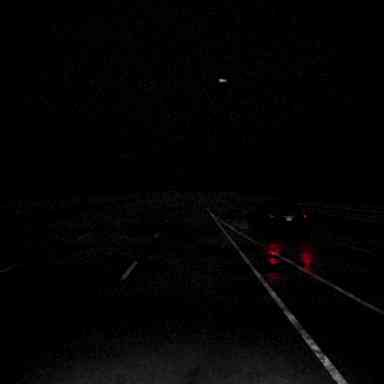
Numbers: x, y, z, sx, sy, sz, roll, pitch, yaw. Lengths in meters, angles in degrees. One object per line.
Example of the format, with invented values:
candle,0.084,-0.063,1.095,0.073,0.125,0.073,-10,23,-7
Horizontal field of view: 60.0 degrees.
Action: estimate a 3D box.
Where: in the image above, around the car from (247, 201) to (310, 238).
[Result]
car,4.302,1.247,17.325,2.097,1.767,4.553,0,0,-4
